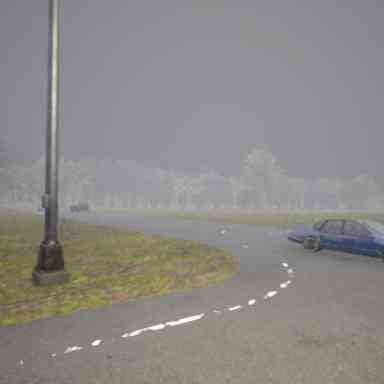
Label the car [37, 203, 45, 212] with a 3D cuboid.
[{"bbox_3d":[-25.034,2.632,56.442,2.128,1.511,4.902,3,-3,-32],"label":"car"}]

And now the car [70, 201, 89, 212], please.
[{"bbox_3d":[-21.093,2.733,62.440,2.150,2.045,5.566,4,-3,-36],"label":"car"}]

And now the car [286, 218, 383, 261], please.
[{"bbox_3d":[6.174,1.717,12.485,2.033,1.411,5.357,2,-1,-36],"label":"car"}]
